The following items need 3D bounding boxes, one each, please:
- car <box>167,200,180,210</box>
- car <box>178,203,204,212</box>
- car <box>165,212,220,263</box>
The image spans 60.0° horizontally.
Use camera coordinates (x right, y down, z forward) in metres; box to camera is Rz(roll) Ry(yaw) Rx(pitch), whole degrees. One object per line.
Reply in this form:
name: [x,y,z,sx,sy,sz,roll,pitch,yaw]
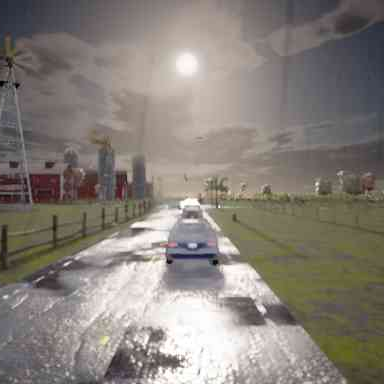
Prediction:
car: [-2.736,2.095,52.528,1.837,1.490,4.892,0,-1,0]
car: [0.042,1.847,28.913,1.812,1.442,4.674,0,0,1]
car: [0.017,1.687,12.564,2.033,1.411,5.357,0,-1,0]
